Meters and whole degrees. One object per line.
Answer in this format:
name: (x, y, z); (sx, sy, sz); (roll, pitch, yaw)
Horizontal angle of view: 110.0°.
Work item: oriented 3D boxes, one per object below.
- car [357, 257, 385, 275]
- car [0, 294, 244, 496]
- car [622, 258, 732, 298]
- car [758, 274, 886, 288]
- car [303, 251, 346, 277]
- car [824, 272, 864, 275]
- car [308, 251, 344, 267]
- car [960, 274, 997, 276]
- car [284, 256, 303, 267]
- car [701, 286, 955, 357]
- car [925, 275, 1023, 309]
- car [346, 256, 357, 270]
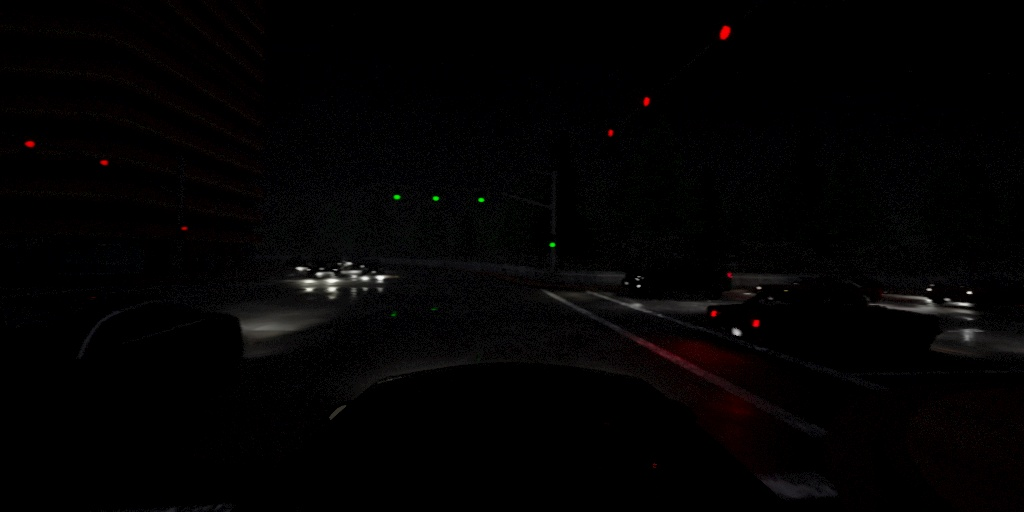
car: (-12.945, 0.964, 33.171); (2.033, 1.411, 5.357); (1, 0, -25)
car: (-4.829, 1.176, 4.106); (2.128, 1.511, 4.902); (1, 0, -20)
car: (8.815, 1.142, 19.262); (5.566, 2.045, 2.150); (1, 0, -6)
car: (13.753, 1.623, 16.267); (4.718, 1.301, 1.895); (1, 0, -6)
car: (-15.493, 0.599, 29.901); (2.150, 2.045, 5.566); (1, 0, -21)
car: (18.520, 1.626, 20.299); (4.674, 1.442, 1.812); (1, 0, -7)
car: (-25.296, 0.363, 48.630); (5.566, 2.045, 2.150); (1, 0, 37)
car: (27.563, 1.794, 21.293); (4.674, 1.442, 1.812); (1, 0, -6)
car: (-27.050, 0.681, 45.473); (4.181, 1.385, 1.994); (1, 0, 37)
car: (7.429, 1.525, 8.671); (4.718, 1.301, 1.895); (1, 0, -8)
car: (22.864, 1.791, 17.267); (4.718, 1.301, 1.895); (1, 0, -6)
car: (-17.964, 0.805, 41.321); (1.837, 1.490, 4.892); (1, 0, -39)
